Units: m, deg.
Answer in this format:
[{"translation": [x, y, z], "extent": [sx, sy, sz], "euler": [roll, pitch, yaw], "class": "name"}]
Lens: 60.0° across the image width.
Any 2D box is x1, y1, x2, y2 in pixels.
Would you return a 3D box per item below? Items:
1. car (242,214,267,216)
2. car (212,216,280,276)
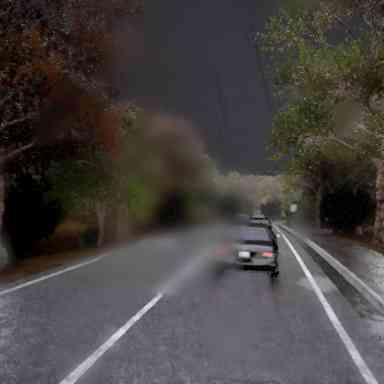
[{"translation": [5.608, 2.580, 27.843], "extent": [2.128, 1.511, 4.902], "euler": [0, -4, 13], "class": "car"}, {"translation": [1.879, 1.714, 10.918], "extent": [2.033, 1.411, 5.357], "euler": [0, -2, 13], "class": "car"}]
